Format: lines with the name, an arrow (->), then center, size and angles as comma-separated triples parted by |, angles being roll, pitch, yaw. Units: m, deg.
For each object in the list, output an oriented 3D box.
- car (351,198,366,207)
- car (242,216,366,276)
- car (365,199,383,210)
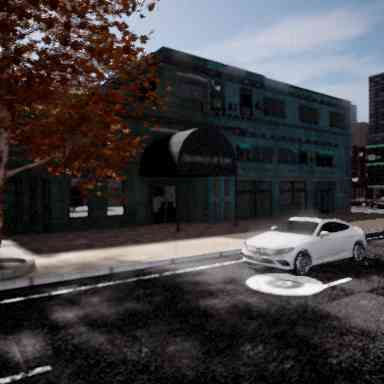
car -> 27.226, 1.667, 54.418 | 2.008, 1.369, 4.403 | -2, 0, -36
car -> 3.647, 1.501, 10.369 | 4.674, 1.442, 1.812 | 0, 0, -36
car -> 25.262, 1.692, 42.670 | 1.947, 1.339, 4.313 | -2, 0, -36
